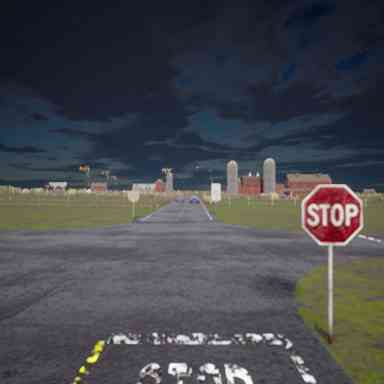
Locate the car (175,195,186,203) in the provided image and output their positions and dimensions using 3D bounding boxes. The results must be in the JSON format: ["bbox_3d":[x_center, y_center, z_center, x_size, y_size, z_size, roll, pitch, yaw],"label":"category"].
[{"bbox_3d":[-2.254,1.415,65.975,1.837,1.490,4.892,0,0,0],"label":"car"}]

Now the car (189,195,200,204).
[{"bbox_3d":[0.460,1.442,60.919,1.812,1.442,4.674,0,0,0],"label":"car"}]

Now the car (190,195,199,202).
[{"bbox_3d":[0.535,1.381,70.988,1.895,1.301,4.718,0,0,0],"label":"car"}]
